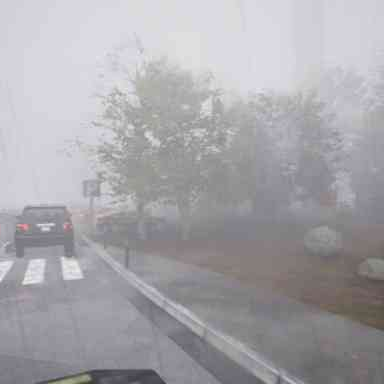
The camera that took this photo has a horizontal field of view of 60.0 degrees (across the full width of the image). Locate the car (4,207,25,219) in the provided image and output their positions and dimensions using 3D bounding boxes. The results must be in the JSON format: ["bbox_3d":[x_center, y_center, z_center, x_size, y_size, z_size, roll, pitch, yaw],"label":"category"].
[{"bbox_3d":[-22.393,2.611,42.179,1.994,1.385,4.181,0,-1,-23],"label":"car"}]

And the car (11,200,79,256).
[{"bbox_3d":[-6.667,1.558,15.088,2.150,2.045,5.566,0,-1,-24],"label":"car"}]

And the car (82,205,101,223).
[{"bbox_3d":[-6.018,2.069,26.928,4.892,1.521,2.231,0,-1,-24],"label":"car"}]

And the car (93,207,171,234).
[{"bbox_3d":[-3.790,1.927,21.892,4.892,1.521,2.231,0,-1,-24],"label":"car"}]

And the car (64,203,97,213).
[{"bbox_3d":[-18.350,2.617,54.605,4.892,1.521,2.231,0,-1,-24],"label":"car"}]

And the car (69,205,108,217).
[{"bbox_3d":[-13.892,2.498,44.531,4.792,1.488,2.163,0,-1,-24],"label":"car"}]

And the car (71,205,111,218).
[{"bbox_3d":[-12.740,2.460,42.024,4.674,1.452,2.002,0,-1,-24],"label":"car"}]

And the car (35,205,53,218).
[{"bbox_3d":[-20.002,2.545,44.933,2.128,1.511,4.902,0,-1,-24],"label":"car"}]

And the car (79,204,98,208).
[{"bbox_3d":[-8.433,2.198,31.884,5.366,1.575,1.946,0,-1,-24],"label":"car"}]

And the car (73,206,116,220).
[{"bbox_3d":[-11.625,2.410,39.507,4.674,1.452,2.002,0,-1,-24],"label":"car"}]

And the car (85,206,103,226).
[{"bbox_3d":[-4.909,1.998,24.409,5.008,1.535,2.097,0,-1,-24],"label":"car"}]

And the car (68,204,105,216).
[{"bbox_3d":[-14.957,2.538,47.069,4.792,1.488,2.163,0,-1,-24],"label":"car"}]

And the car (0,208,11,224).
[{"bbox_3d":[-17.474,2.301,31.093,1.882,1.535,5.008,0,-1,-23],"label":"car"}]

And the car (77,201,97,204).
[{"bbox_3d":[-10.530,2.194,36.975,4.553,1.767,2.185,0,-1,-24],"label":"car"}]

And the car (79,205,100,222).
[{"bbox_3d":[-7.114,2.166,29.449,4.792,1.488,2.163,0,-1,-24],"label":"car"}]

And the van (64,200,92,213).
[{"bbox_3d":[-19.575,2.418,57.081,4.442,1.987,1.878,0,0,-24],"label":"van"}]

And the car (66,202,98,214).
[{"bbox_3d":[-17.306,2.462,52.196,4.553,1.767,2.185,0,-1,-24],"label":"car"}]
